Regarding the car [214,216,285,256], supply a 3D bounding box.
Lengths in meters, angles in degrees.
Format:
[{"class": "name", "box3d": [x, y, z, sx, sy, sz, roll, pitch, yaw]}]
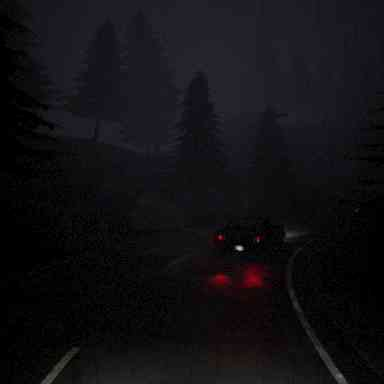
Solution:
[{"class": "car", "box3d": [2.508, 1.617, 13.337, 1.895, 1.301, 4.718, 0, 0, 24]}]
